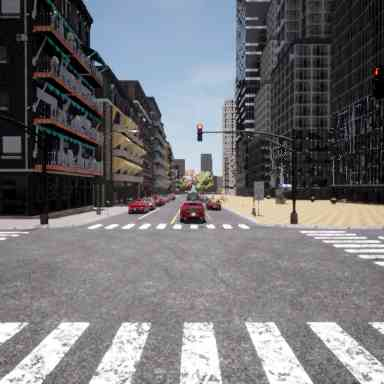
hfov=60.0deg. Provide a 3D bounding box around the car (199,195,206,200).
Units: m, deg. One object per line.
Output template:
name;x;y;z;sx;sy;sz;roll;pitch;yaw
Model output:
car;2.802;1.535;92.114;1.752;1.417;4.829;-1;0;0

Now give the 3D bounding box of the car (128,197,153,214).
car;-5.641;1.540;35.411;1.887;1.381;4.507;-1;0;0

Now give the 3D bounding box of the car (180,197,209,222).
car;0.066;1.474;26.591;1.882;1.535;5.008;0;0;-1

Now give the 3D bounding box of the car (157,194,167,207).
car;-5.615;1.312;52.358;2.192;1.841;5.009;-1;0;0

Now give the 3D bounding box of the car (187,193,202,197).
car;0.215;1.220;59.145;2.150;2.045;5.566;0;0;1

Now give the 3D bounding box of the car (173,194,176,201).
car;-5.558;1.322;86.252;2.192;1.841;5.009;-1;0;0

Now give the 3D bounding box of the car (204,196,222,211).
car;2.716;1.540;41.103;1.887;1.381;4.507;-1;0;0

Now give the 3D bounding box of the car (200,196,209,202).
car;2.774;1.548;74.997;1.887;1.381;4.507;-1;0;0

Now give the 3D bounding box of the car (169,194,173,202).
car;-5.583;1.583;69.305;1.802;1.307;4.206;-1;0;0

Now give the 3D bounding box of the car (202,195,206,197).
car;2.755;1.551;63.698;2.008;1.369;4.403;-1;0;0

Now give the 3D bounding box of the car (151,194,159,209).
car;-5.633;1.436;41.060;1.967;1.590;4.097;-1;0;0

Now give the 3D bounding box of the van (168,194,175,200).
van;-5.548;1.350;91.899;1.690;1.788;3.998;-1;0;0

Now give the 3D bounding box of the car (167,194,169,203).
car;-5.604;1.439;58.006;1.967;1.590;4.097;-1;0;0
